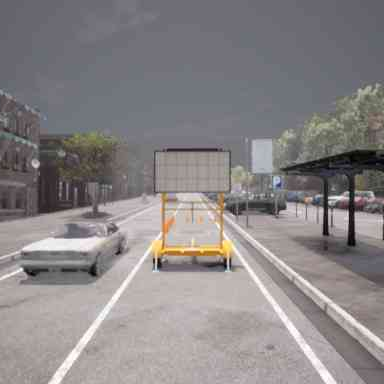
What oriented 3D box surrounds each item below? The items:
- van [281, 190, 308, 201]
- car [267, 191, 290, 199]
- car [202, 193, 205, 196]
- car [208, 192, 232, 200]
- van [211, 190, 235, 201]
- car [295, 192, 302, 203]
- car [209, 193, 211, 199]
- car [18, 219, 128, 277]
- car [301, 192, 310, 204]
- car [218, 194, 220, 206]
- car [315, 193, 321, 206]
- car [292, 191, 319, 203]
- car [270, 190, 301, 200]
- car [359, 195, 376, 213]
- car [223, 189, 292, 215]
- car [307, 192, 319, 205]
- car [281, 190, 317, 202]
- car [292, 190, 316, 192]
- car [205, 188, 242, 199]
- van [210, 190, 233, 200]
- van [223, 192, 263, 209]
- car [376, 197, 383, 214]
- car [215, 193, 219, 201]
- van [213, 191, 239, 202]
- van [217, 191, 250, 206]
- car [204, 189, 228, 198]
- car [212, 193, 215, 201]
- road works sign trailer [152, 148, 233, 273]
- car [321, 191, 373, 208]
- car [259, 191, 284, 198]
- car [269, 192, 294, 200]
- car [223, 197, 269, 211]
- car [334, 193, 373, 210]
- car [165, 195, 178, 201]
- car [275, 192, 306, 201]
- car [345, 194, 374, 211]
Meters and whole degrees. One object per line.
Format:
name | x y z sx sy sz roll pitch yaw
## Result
van | 18.966 0.689 61.674 4.442 1.987 1.878 0 1 0
car | 18.879 0.601 72.778 4.553 1.767 2.185 0 1 0
car | 5.739 0.388 77.925 5.566 2.045 2.435 0 1 0
car | 5.763 0.782 69.521 4.892 1.521 2.231 0 1 0
van | 5.886 0.651 63.911 4.442 1.987 1.878 0 1 0
car | 18.821 1.113 50.568 4.792 1.488 2.163 0 1 0
car | 5.777 1.013 55.504 4.892 1.521 2.231 0 1 0
car | -3.336 1.566 10.272 1.895 1.301 4.718 0 0 0
car | 19.036 1.111 47.796 5.366 1.575 1.946 0 1 0
car | 5.588 1.251 33.072 5.366 1.575 1.946 0 1 0
car | 18.846 1.173 42.241 4.892 1.521 2.231 0 1 0
car | 18.879 1.074 53.351 4.792 1.488 2.163 0 1 0
car | 18.878 0.570 67.224 5.566 2.045 2.435 0 1 0
car | 18.859 1.274 31.140 4.892 1.521 2.231 0 1 0
car | 5.745 1.028 30.266 5.566 2.045 2.435 0 1 0
car | 18.846 1.144 45.019 5.008 1.535 2.097 0 1 0
car | 18.878 0.711 58.898 5.566 2.045 2.435 0 1 0
car | 18.822 0.753 56.122 5.566 2.045 2.435 0 1 0
car | 5.742 0.673 61.107 5.566 2.045 2.435 0 1 0
van | 5.886 0.603 66.714 4.442 1.987 1.878 0 1 0
van | 5.889 0.977 38.676 4.442 1.987 1.878 0 1 0
car | 18.882 1.327 28.365 4.792 1.488 2.163 0 1 0
car | 5.767 1.177 41.481 5.008 1.535 2.097 0 1 0
van | 5.887 0.745 58.307 4.442 1.987 1.878 0 1 0
van | 5.888 0.895 47.088 4.442 1.987 1.878 0 1 0
car | 5.739 0.340 80.728 5.566 2.045 2.435 0 1 0
car | 5.801 1.119 49.893 4.792 1.488 2.163 0 1 0
road works sign trailer | 0.017 0.428 10.554 2.380 3.560 2.880 0 0 1
car | 18.823 0.945 39.465 5.566 2.045 2.435 0 1 0
car | 18.662 0.630 78.329 5.366 1.575 1.946 0 1 0
car | 18.820 0.804 70.003 4.792 1.488 2.163 0 1 0
car | 5.776 1.269 35.876 4.674 1.452 2.002 0 1 0
car | 18.858 1.222 36.691 5.008 1.535 2.097 0 1 0
car | -3.271 1.094 53.236 1.994 1.385 4.181 0 1 0
car | 19.035 0.865 64.452 5.366 1.575 1.946 0 1 0
car | 18.858 1.247 33.915 5.008 1.535 2.097 0 1 0
